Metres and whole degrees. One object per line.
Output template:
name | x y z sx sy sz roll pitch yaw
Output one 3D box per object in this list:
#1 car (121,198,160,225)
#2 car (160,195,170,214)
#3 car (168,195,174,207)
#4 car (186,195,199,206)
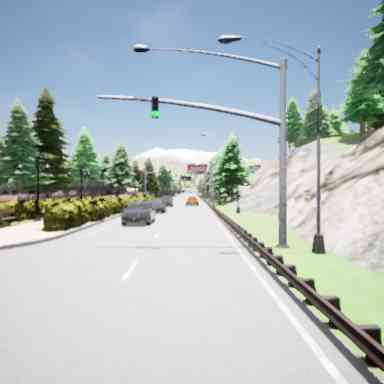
car | -3.572 1.388 22.865 1.837 1.490 4.892 0 0 0
car | -3.557 1.355 33.460 1.812 1.442 4.674 0 0 0
car | -3.532 1.265 45.917 1.837 1.490 4.892 0 2 0
car | 0.046 1.224 49.747 1.882 1.535 5.008 0 0 0
